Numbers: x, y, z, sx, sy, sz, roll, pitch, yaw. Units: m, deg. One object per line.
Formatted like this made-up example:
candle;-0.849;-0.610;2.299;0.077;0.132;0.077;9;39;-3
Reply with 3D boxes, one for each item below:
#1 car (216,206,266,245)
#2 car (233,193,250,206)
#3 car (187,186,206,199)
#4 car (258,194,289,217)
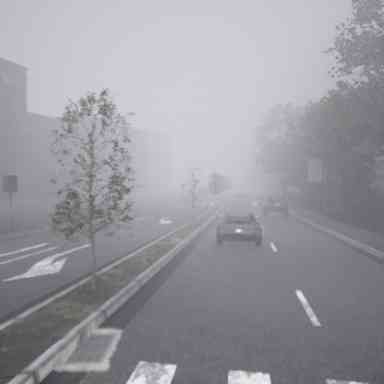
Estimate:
car;2.241;1.590;15.841;1.994;1.385;4.181;1;0;8
car;6.373;0.939;43.016;2.097;1.767;4.553;1;2;9
car;0.544;0.226;59.403;2.435;2.045;5.566;1;2;9
car;7.805;1.175;31.571;2.150;2.045;5.566;1;1;8
